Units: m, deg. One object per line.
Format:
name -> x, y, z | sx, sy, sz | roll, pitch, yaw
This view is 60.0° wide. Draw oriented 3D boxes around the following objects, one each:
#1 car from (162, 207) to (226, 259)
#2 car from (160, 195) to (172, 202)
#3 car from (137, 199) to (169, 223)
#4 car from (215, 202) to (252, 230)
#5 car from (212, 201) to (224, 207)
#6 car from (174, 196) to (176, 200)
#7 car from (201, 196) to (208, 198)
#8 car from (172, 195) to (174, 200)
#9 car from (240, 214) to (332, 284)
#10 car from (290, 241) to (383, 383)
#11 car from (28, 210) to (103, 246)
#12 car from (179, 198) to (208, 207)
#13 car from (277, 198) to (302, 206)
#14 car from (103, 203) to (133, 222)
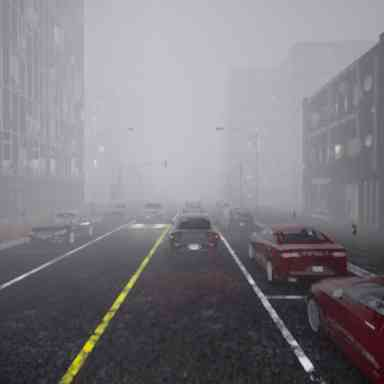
car -> 0.073, 1.528, 12.548 | 1.812, 1.442, 4.674 | 0, 0, 0
car -> -5.719, 1.550, 69.857 | 1.752, 1.417, 4.829 | -1, 0, 0
car -> -3.087, 1.533, 25.975 | 1.812, 1.442, 4.674 | 0, 0, 0
car -> 2.803, 1.557, 20.785 | 2.008, 1.369, 4.403 | -1, 0, 0
car -> 2.800, 1.535, 32.244 | 1.752, 1.417, 4.829 | -1, 0, 0
car -> -5.724, 1.581, 92.644 | 1.887, 1.381, 4.507 | -1, 0, 0
car -> 2.660, 1.579, 75.683 | 2.008, 1.369, 4.403 | -1, 0, 0
car -> -5.720, 1.593, 75.681 | 1.947, 1.339, 4.313 | -1, 0, 0
car -> 2.744, 1.547, 9.496 | 1.887, 1.381, 4.507 | -1, 0, 0
car -> 2.712, 1.583, 3.852 | 1.802, 1.307, 4.206 | -1, 0, 0
car -> -5.808, 1.554, 15.195 | 2.008, 1.369, 4.403 | -1, 0, 0
car -> 0.074, 1.499, 28.008 | 2.128, 1.511, 4.902 | 0, 0, 0
car -> 16.301, 1.652, 55.210 | 4.403, 1.369, 2.008 | 0, 0, 1
car -> -5.837, 1.552, 26.485 | 1.887, 1.381, 4.507 | -1, 0, 0
